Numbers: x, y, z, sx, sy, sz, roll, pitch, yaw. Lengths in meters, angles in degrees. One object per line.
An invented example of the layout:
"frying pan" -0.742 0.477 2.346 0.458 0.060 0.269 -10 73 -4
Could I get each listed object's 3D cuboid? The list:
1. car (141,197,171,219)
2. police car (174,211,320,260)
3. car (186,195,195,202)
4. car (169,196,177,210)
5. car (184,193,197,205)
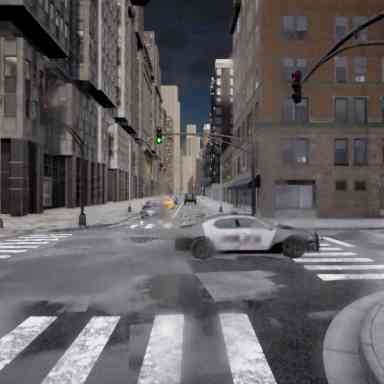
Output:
"car" -3.238 1.480 28.585 2.128 1.511 4.902 0 0 -1
"police car" 1.852 1.483 11.815 4.974 1.542 2.038 -1 0 0
"car" -0.362 1.281 69.849 1.812 1.442 4.674 0 0 0
"car" -3.309 1.451 42.332 1.882 1.535 5.008 0 0 0
"car" -0.308 1.168 59.454 2.150 2.045 5.566 0 0 0
